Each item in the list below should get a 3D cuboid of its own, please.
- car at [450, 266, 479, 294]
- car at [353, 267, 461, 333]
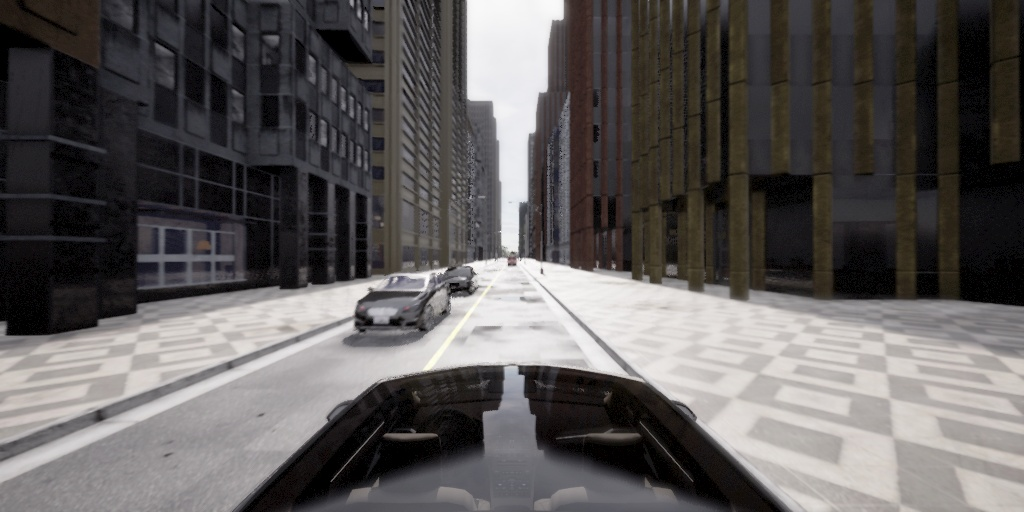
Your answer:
[{"bbox_3d":[-2.997,1.331,20.634,1.837,1.490,4.892,0,0,0],"label":"car"},{"bbox_3d":[-3.078,1.258,10.931,2.128,1.511,4.902,0,0,0],"label":"car"}]
